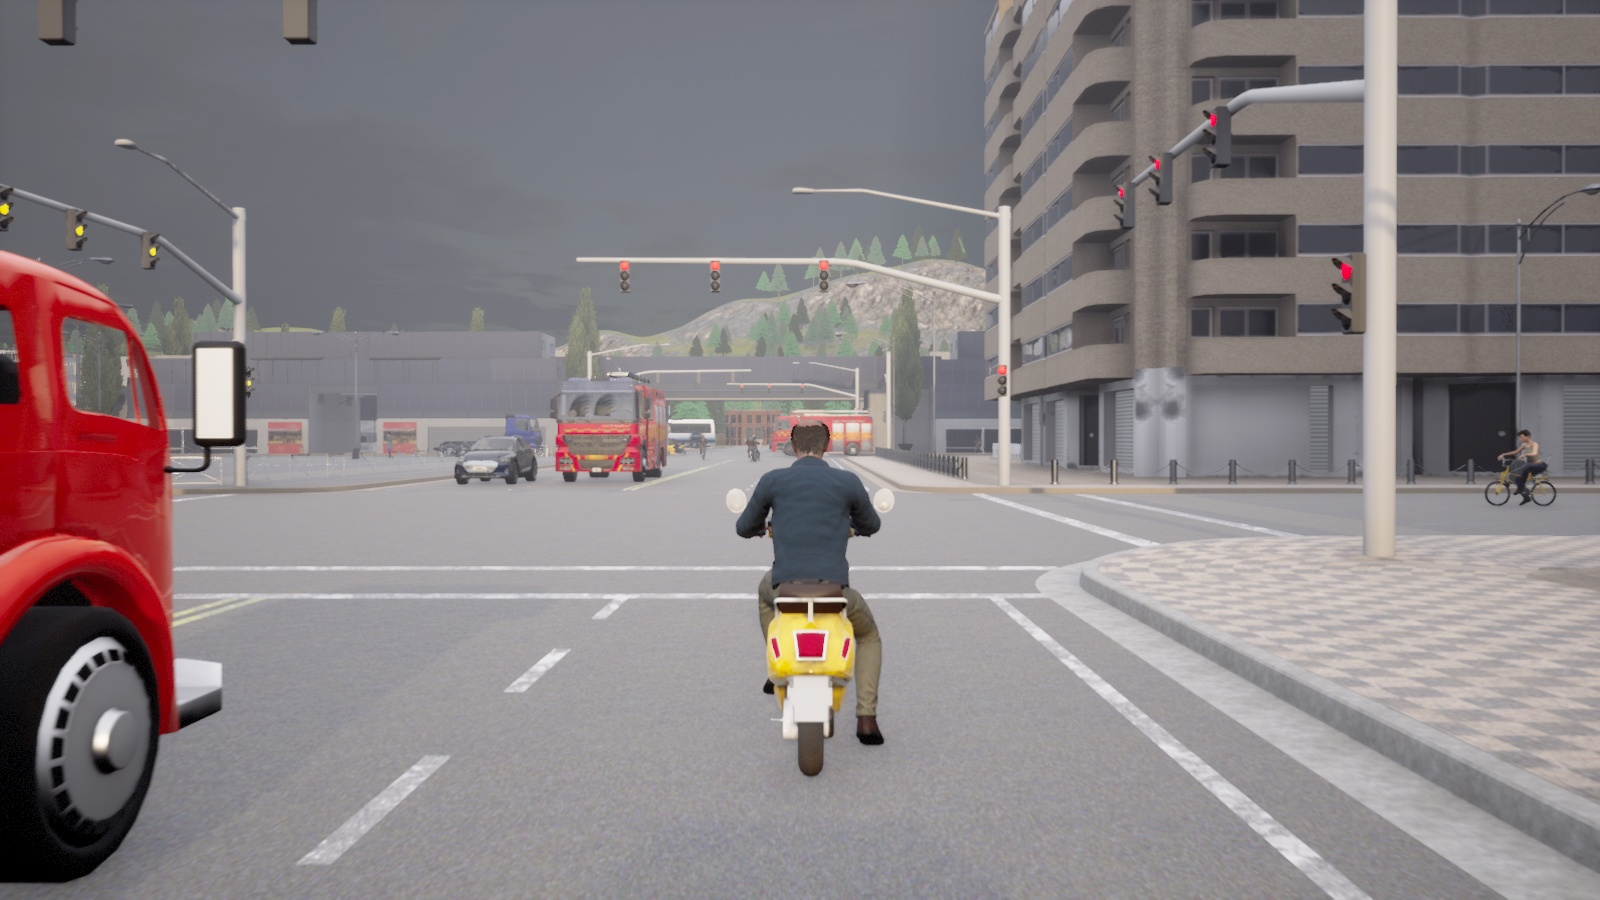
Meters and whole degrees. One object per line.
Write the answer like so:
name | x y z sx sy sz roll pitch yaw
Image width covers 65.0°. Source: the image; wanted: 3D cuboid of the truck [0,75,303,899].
truck | -3.469 0.231 2.803 2.627 2.467 5.204 0 1 0

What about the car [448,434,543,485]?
car | -10.246 0.279 42.600 2.033 1.649 4.856 0 1 0

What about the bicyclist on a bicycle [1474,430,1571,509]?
bicyclist on a bicycle | 15.082 0.399 26.247 1.509 1.612 0.866 0 1 0

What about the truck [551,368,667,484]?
truck | -6.728 -0.840 45.596 2.891 3.827 8.468 0 1 0

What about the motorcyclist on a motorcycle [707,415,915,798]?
motorcyclist on a motorcycle | 0.050 0.643 6.126 0.866 1.590 1.817 0 1 0
